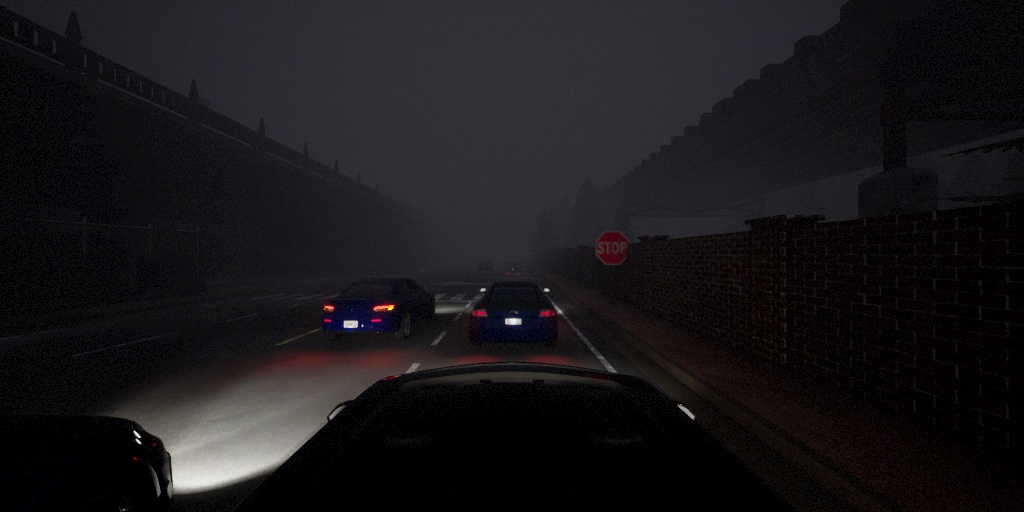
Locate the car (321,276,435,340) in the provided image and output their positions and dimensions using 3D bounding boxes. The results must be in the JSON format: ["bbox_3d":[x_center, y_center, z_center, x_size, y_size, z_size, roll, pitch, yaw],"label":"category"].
[{"bbox_3d":[-3.412,1.276,9.880,1.812,1.442,4.674,0,0,0],"label":"car"}]

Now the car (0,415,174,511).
[{"bbox_3d":[-3.399,1.314,0.784,1.994,1.385,4.181,0,0,0],"label":"car"}]

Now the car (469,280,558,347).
[{"bbox_3d":[0.069,1.314,9.357,1.994,1.385,4.181,0,0,1],"label":"car"}]

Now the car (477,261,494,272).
[{"bbox_3d":[-3.393,1.297,46.000,2.033,1.411,5.357,0,0,-1],"label":"car"}]

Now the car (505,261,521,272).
[{"bbox_3d":[0.102,1.351,46.168,1.895,1.301,4.718,0,0,-1],"label":"car"}]
